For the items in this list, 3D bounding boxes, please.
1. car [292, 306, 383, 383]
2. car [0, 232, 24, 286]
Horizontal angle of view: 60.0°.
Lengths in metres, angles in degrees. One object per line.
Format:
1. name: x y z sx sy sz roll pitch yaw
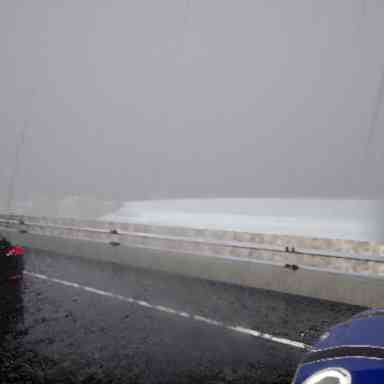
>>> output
1. car: 2.865 1.351 1.824 4.553 1.767 2.097 0 0 35
2. car: -6.057 1.526 8.228 4.792 1.488 2.163 0 0 36
